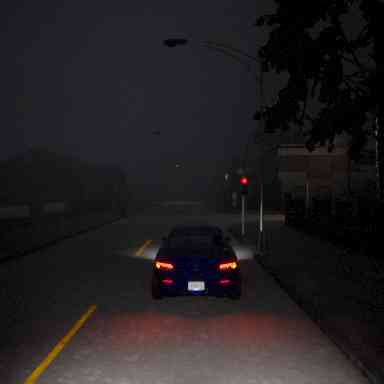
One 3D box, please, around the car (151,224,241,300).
[{"bbox_3d":[0.101,1.525,8.285,1.812,1.442,4.674,0,0,1],"label":"car"}]
